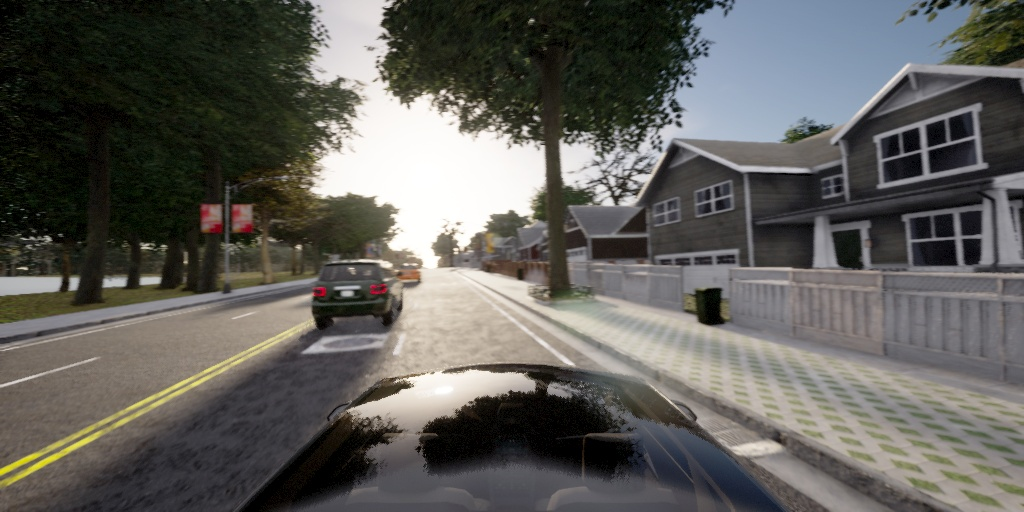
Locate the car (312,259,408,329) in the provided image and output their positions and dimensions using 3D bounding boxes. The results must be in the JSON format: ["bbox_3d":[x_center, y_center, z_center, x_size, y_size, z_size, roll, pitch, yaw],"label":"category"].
[{"bbox_3d":[-5.093,1.152,12.499,2.150,2.045,5.566,-1,0,-12],"label":"car"}]

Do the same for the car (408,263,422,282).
[{"bbox_3d":[-9.711,1.540,34.086,2.097,1.767,4.553,-1,0,-12],"label":"car"}]
